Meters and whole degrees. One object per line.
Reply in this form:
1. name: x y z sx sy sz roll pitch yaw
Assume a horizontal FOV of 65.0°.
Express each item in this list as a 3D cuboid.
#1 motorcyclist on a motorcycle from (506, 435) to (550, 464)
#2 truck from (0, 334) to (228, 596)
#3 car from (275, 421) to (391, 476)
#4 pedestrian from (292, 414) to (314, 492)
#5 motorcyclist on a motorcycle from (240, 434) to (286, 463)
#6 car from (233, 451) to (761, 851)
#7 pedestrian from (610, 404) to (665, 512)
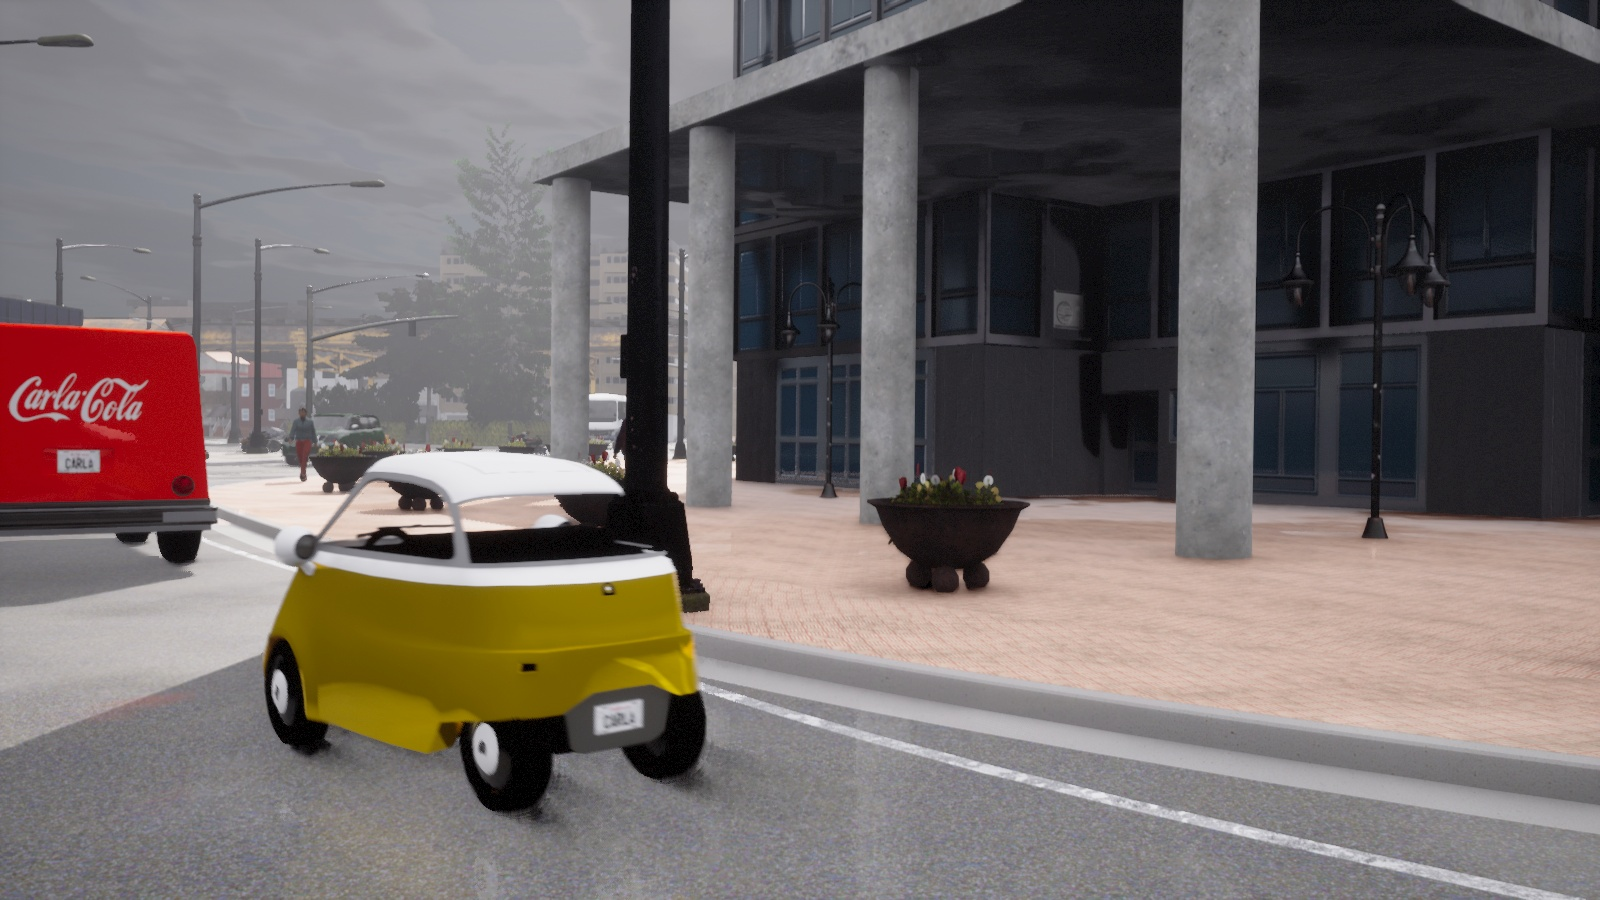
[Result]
1. motorcyclist on a motorcycle: -14.586 -0.047 67.372 2.191 1.530 0.866 0 1 4
2. truck: -8.441 0.113 14.305 2.627 2.467 5.204 -1 1 -34
3. car: -18.357 -0.102 49.692 2.150 2.045 5.566 0 1 4
4. pedestrian: -11.797 0.063 29.822 0.353 1.847 0.614 -1 1 -10
5. motorcyclist on a motorcycle: -30.733 -0.090 71.878 2.350 1.649 0.766 0 1 3
6. car: -1.463 0.716 5.783 1.481 1.376 2.207 -1 2 -42
7. pedestrian: -2.831 0.128 21.800 0.634 1.844 0.899 -1 1 -29
